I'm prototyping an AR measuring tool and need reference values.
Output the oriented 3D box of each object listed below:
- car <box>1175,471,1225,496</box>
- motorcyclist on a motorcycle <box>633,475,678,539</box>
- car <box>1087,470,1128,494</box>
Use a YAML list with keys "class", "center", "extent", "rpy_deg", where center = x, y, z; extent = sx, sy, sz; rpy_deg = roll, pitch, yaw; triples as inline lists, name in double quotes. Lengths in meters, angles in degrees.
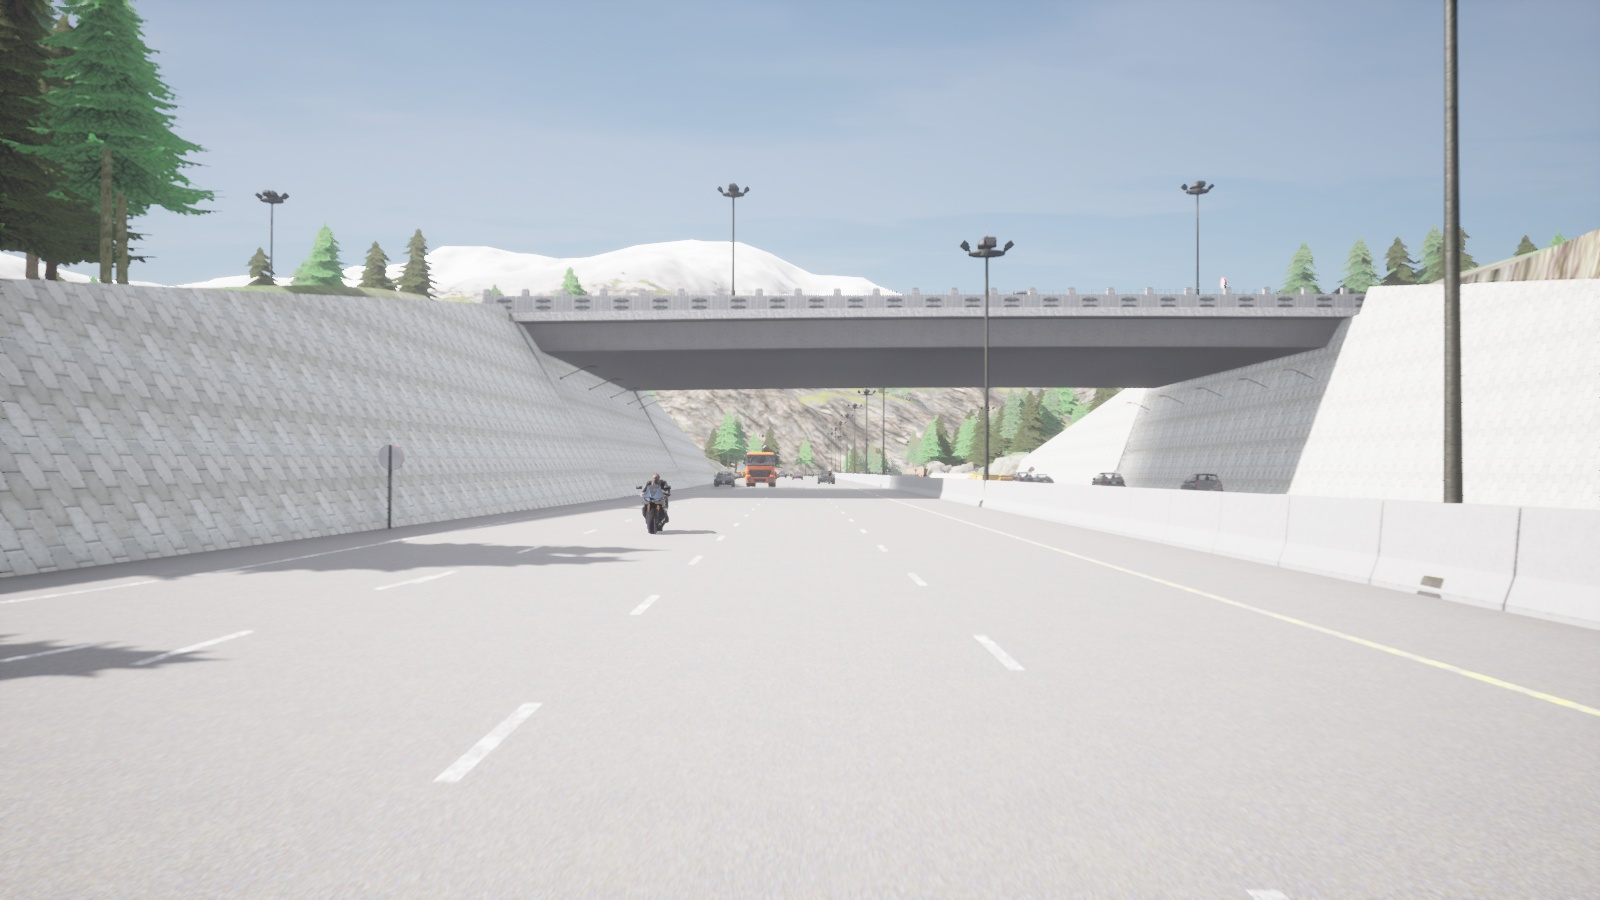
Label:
- class: "car"
  center: [24.315, 2.010, 76.383]
  extent: [1.845, 1.501, 3.633]
  rpy_deg: [0, -1, 0]
- class: "motorcyclist on a motorcycle"
  center: [-3.576, 1.388, 31.292]
  extent: [0.866, 1.530, 2.191]
  rpy_deg: [0, -1, 0]
- class: "car"
  center: [20.794, 2.133, 85.032]
  extent: [1.789, 1.549, 3.705]
  rpy_deg: [0, -1, 0]
